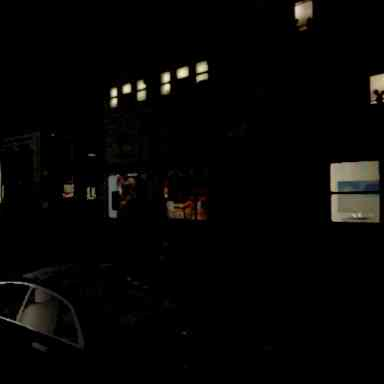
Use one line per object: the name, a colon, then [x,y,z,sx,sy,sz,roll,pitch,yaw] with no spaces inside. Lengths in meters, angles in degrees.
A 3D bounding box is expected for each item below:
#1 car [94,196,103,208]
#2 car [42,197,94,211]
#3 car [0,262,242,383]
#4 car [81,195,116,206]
car: [-9.697,1.183,38.497,2.008,1.369,4.403,-1,0,36]
car: [-12.855,1.209,34.162,1.752,1.417,4.829,-1,0,36]
car: [-1.560,1.548,4.005,4.403,1.369,2.008,0,-1,36]
car: [-13.309,1.245,47.767,1.752,1.417,4.829,0,0,36]
